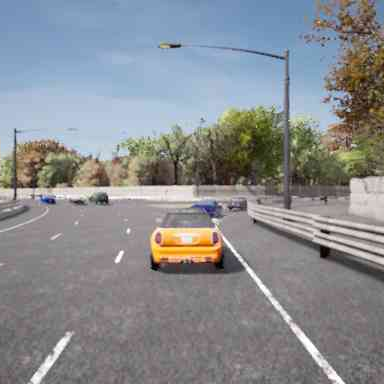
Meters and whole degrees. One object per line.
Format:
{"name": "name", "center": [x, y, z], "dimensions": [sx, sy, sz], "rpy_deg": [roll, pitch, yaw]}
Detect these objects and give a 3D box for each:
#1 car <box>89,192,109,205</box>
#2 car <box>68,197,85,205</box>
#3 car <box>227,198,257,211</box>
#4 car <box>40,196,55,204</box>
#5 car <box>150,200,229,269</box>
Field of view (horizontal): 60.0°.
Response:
{"name": "car", "center": [-15.814, 1.076, 56.416], "dimensions": [2.150, 2.045, 5.566], "rpy_deg": [0, 0, -30]}
{"name": "car", "center": [-19.409, 1.467, 55.606], "dimensions": [1.895, 1.301, 4.718], "rpy_deg": [0, 0, -31]}
{"name": "car", "center": [5.927, 1.403, 39.218], "dimensions": [2.033, 1.411, 5.357], "rpy_deg": [0, 0, 32]}
{"name": "car", "center": [-25.395, 1.350, 58.408], "dimensions": [1.882, 1.535, 5.008], "rpy_deg": [0, 0, -34]}
{"name": "car", "center": [-0.167, 1.315, 11.193], "dimensions": [2.097, 1.767, 4.553], "rpy_deg": [0, 0, -1]}
